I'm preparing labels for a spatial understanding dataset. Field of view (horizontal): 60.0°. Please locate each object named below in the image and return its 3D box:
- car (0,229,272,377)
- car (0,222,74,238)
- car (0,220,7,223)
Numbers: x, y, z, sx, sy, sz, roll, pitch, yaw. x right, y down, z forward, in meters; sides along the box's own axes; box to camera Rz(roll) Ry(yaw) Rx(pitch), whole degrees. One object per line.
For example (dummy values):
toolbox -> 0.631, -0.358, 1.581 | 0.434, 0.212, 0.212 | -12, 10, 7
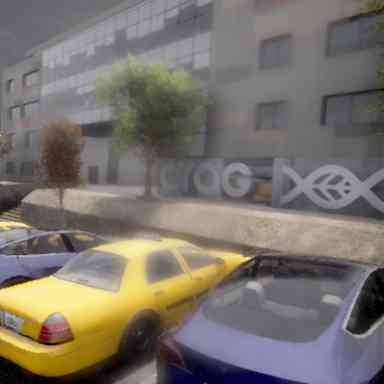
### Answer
car -> -0.596, 1.475, 5.938 | 1.946, 1.575, 5.366 | 0, 0, 36
car -> -2.962, 1.507, 7.435 | 2.163, 1.488, 4.792 | 0, 0, 36
car -> -5.144, 1.473, 9.185 | 1.946, 1.575, 5.366 | 0, 0, 36
